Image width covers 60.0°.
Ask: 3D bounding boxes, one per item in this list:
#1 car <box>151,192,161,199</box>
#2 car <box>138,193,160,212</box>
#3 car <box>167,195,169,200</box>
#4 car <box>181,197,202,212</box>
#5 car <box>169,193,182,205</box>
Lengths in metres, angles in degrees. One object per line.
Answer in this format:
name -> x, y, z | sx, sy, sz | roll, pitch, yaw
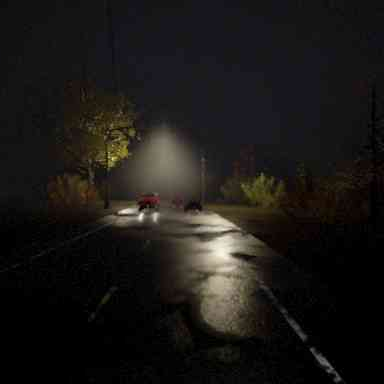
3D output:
car -> -8.449, 0.881, 77.988 | 2.128, 1.511, 4.902 | 0, 0, -7
car -> -4.779, 1.110, 37.395 | 2.150, 2.045, 5.566 | 0, 0, -4
car -> -4.340, 1.040, 73.529 | 1.837, 1.490, 4.892 | 0, 0, -7
car -> 0.099, 1.408, 36.966 | 1.812, 1.442, 4.674 | 0, 0, -3
car -> -2.479, 1.317, 55.549 | 1.812, 1.442, 4.674 | 0, 0, -5
